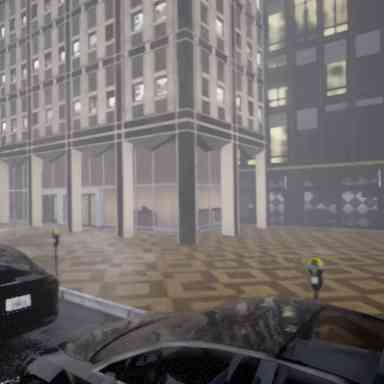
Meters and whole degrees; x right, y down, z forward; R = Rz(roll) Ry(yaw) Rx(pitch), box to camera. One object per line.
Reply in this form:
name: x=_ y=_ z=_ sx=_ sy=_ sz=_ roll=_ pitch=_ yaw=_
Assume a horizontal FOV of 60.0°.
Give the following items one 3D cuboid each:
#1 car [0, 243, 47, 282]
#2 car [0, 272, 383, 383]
car: x=-4.075 y=1.561 z=5.797 sx=4.313 sy=1.339 sz=1.947 roll=0 pitch=-1 yaw=36
car: x=0.442 y=1.565 z=2.576 sx=4.313 sy=1.339 sz=1.947 roll=0 pitch=-1 yaw=36
